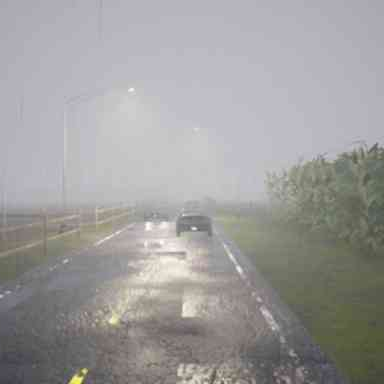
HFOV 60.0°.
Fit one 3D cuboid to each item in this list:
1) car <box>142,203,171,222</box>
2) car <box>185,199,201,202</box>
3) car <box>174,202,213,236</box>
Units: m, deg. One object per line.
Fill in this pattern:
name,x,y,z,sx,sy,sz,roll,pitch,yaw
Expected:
car,-2.746,1.577,26.620,1.994,1.385,4.181,0,0,0
car,0.105,1.583,40.925,1.994,1.385,4.181,0,0,0
car,0.103,1.513,18.454,1.837,1.490,4.892,0,0,0
